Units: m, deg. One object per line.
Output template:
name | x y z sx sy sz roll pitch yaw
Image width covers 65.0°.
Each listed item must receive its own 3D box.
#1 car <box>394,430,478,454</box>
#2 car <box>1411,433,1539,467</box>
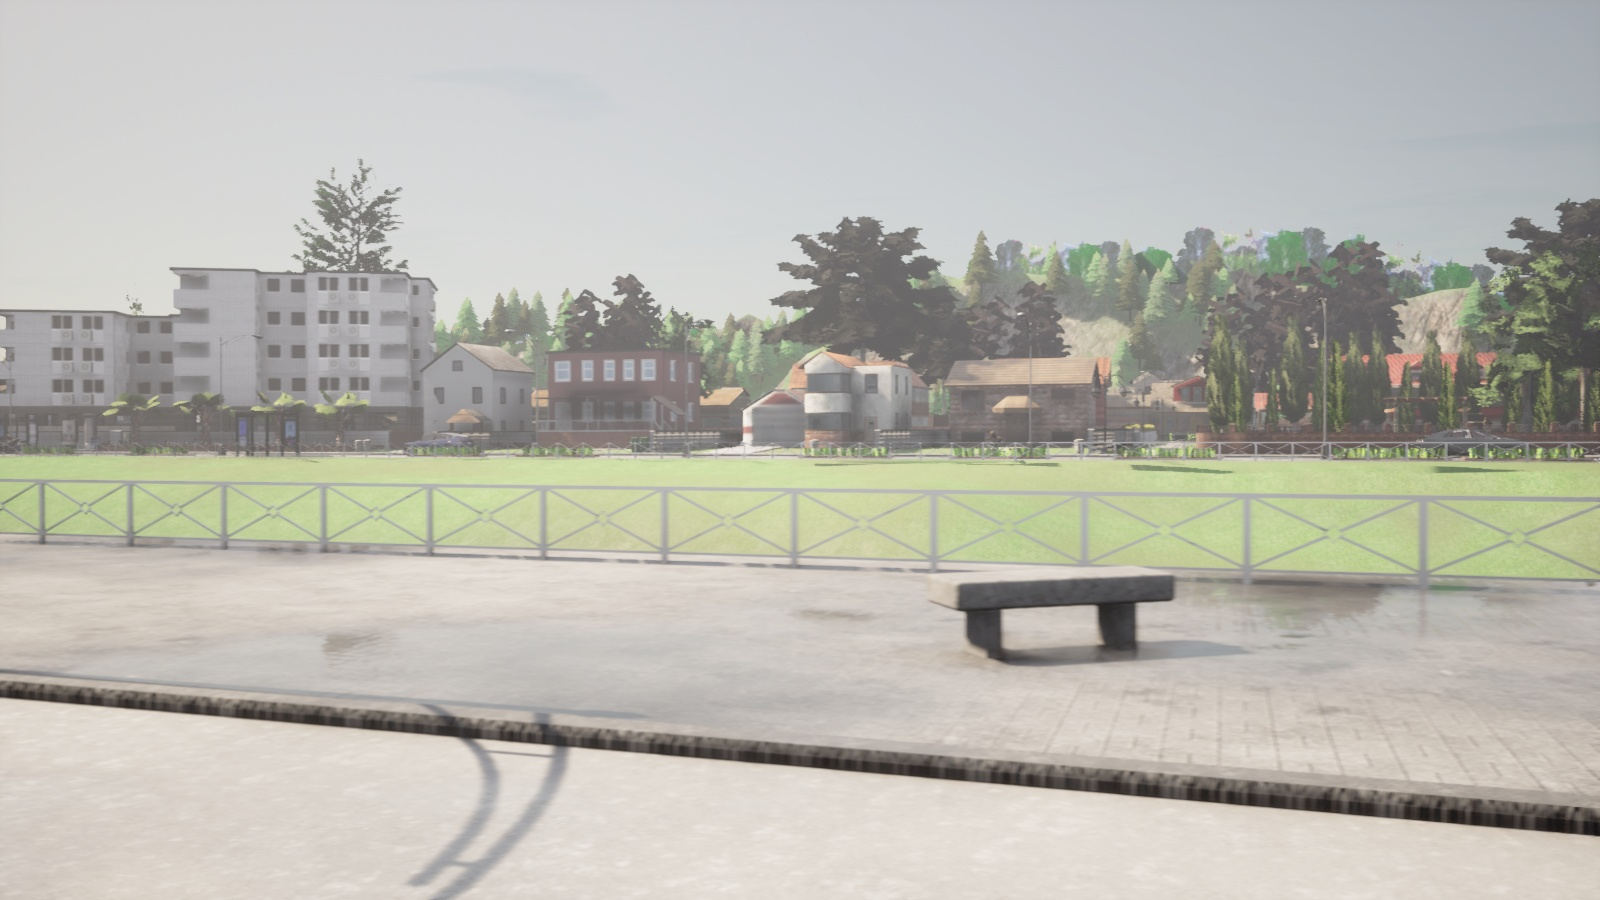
car | -23.443 -0.558 80.917 4.792 1.488 2.163 1 1 19
car | 31.244 -0.033 58.284 4.902 1.511 2.128 1 1 19
